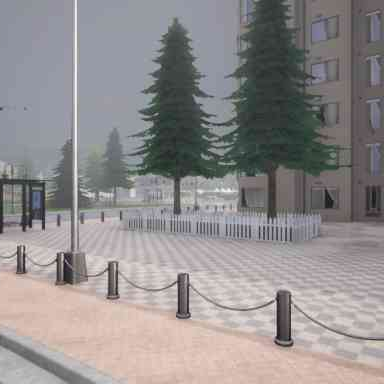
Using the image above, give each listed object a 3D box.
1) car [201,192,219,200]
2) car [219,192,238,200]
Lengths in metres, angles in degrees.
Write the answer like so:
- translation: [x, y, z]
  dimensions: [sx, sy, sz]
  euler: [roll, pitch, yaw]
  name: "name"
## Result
- translation: [5.185, 1.384, 91.418]
  dimensions: [3.806, 1.475, 1.970]
  euler: [0, 0, 35]
  name: "car"
- translation: [9.547, 1.374, 84.715]
  dimensions: [3.633, 1.501, 1.845]
  euler: [0, 0, 35]
  name: "car"
